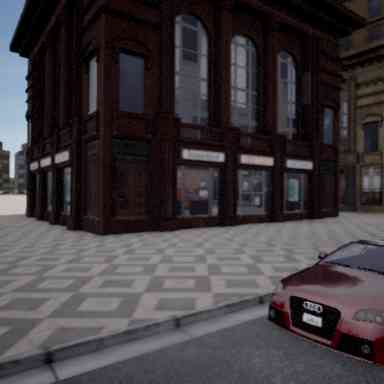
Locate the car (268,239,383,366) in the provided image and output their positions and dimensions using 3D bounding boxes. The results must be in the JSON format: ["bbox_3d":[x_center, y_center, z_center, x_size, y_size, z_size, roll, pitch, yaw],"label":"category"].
[{"bbox_3d":[3.265,1.561,5.706,4.181,1.385,1.994,0,0,-35],"label":"car"}]
